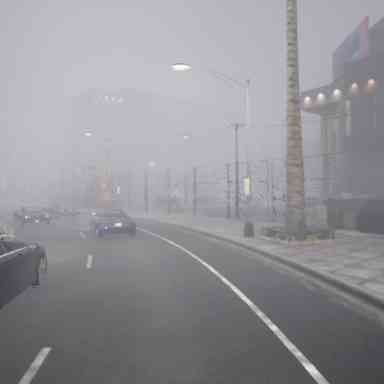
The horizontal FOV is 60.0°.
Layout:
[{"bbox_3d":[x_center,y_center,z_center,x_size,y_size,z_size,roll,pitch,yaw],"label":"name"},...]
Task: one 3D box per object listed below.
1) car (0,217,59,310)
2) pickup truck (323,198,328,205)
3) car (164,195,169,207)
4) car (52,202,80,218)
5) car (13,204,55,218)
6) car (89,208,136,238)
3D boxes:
[{"bbox_3d":[-4.298,1.516,6.460,2.128,1.511,4.902,0,0,-9],"label":"car"},{"bbox_3d":[13.423,1.012,27.929,6.274,2.098,2.390,0,0,-40],"label":"pickup truck"},{"bbox_3d":[-3.804,1.274,49.528,2.185,1.767,4.553,0,0,-40],"label":"car"},{"bbox_3d":[-11.872,1.614,30.153,2.033,1.411,5.357,0,0,-38],"label":"car"},{"bbox_3d":[-11.633,1.667,24.049,1.895,1.301,4.718,0,0,-35],"label":"car"},{"bbox_3d":[-4.432,1.588,18.250,1.994,1.385,4.181,0,0,-23],"label":"car"}]
